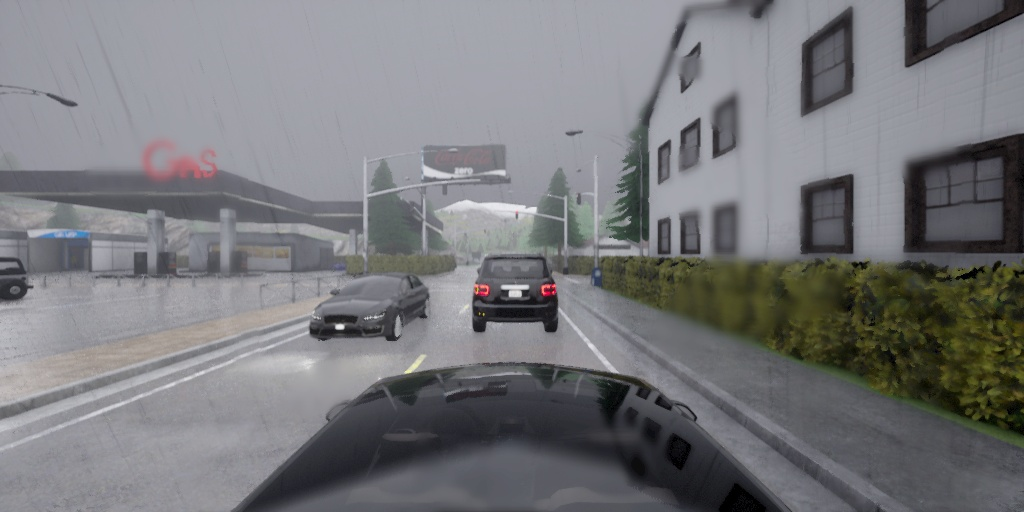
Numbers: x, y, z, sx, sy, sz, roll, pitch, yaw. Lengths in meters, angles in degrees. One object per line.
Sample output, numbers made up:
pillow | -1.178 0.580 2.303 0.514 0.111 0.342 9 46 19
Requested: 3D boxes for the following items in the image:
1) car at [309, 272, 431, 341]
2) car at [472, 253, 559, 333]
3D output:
car | -3.576 1.231 9.905 1.837 1.490 4.892 0 0 0
car | 0.086 0.944 10.828 2.150 2.045 5.566 0 0 0
